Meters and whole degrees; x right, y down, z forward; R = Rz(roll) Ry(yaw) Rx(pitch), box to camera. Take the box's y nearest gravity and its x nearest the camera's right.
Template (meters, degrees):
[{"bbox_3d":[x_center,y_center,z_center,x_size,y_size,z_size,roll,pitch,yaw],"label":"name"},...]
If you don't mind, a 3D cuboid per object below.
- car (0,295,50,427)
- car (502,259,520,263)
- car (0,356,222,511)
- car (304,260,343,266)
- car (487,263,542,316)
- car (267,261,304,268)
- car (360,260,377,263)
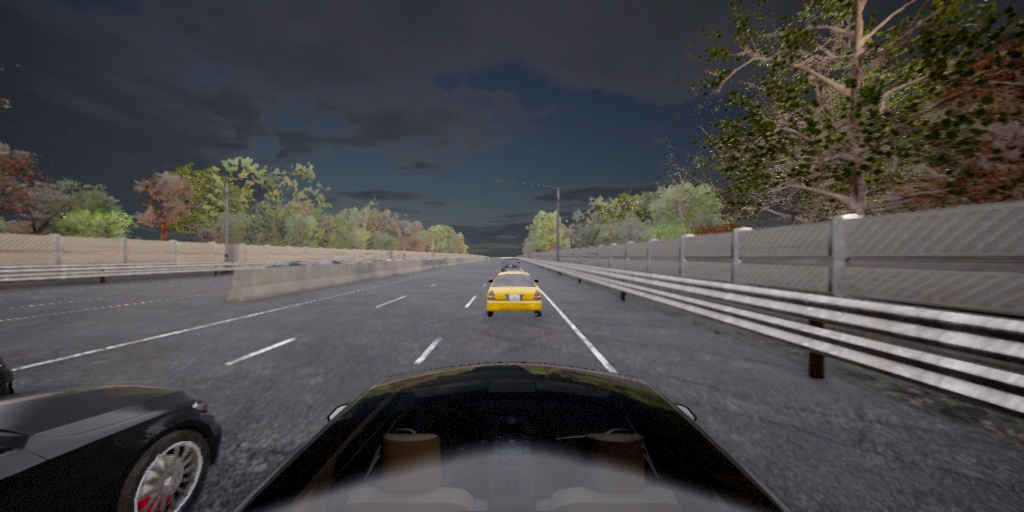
[{"bbox_3d":[-6.906,1.256,2.205,1.837,1.490,4.892,0,0,0],"label":"car"},{"bbox_3d":[-0.121,1.110,42.063,2.097,1.767,4.553,0,0,0],"label":"car"},{"bbox_3d":[-3.393,1.276,1.082,1.812,1.442,4.674,0,0,0],"label":"car"},{"bbox_3d":[-21.299,1.237,41.381,1.882,1.535,5.008,0,0,0],"label":"car"},{"bbox_3d":[0.060,1.209,13.291,1.801,1.575,5.366,0,0,0],"label":"car"},{"bbox_3d":[-24.796,1.307,39.543,2.033,1.411,5.357,0,0,0],"label":"car"},{"bbox_3d":[-17.816,1.237,44.307,1.882,1.535,5.008,0,0,0],"label":"car"}]
